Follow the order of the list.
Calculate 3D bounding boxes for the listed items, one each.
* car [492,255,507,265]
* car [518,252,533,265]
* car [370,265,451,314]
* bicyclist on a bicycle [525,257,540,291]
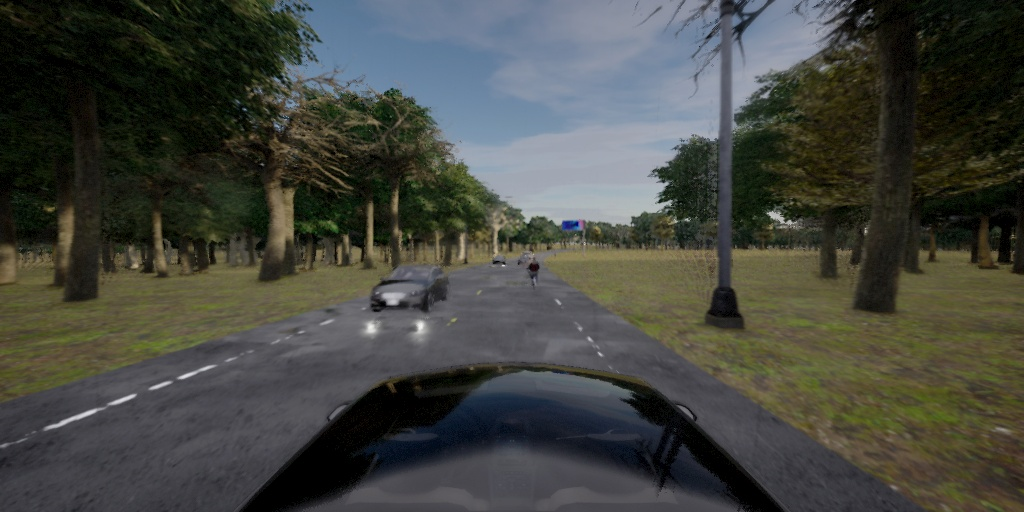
[{"bbox_3d":[-1.871,0.620,54.395,1.837,1.490,4.892,0,1,4],"label":"car"},{"bbox_3d":[1.946,0.584,57.440,2.128,1.511,4.902,0,1,4],"label":"car"},{"bbox_3d":[-3.496,1.082,13.081,2.128,1.511,4.902,0,1,1],"label":"car"},{"bbox_3d":[1.136,0.904,18.231,0.659,1.776,1.843,0,1,1],"label":"bicyclist on a bicycle"}]
